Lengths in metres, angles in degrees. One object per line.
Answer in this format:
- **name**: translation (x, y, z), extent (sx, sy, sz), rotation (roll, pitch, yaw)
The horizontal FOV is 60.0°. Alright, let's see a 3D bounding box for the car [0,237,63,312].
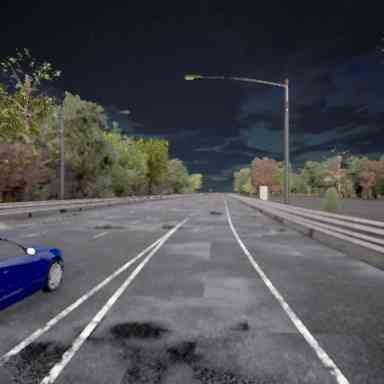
- **car**: translation (-4.142, 1.482, 5.961), extent (1.882, 1.535, 5.008), rotation (0, 0, 5)
